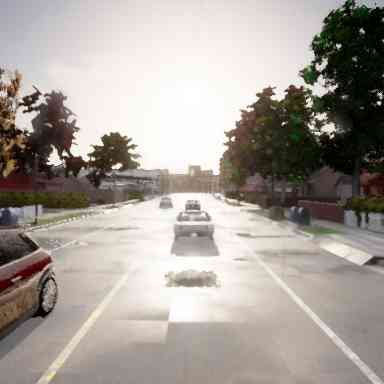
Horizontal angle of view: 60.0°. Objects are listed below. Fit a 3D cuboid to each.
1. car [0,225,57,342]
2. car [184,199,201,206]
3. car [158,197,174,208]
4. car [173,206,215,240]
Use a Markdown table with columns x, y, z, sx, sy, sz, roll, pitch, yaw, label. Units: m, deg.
| x | y | z | sx | sy | sz | roll | pitch | yaw | label |
| --- | --- | --- | --- | --- | --- | --- | --- | --- | --- |
| -3.601 | 1.351 | 4.407 | 2.097 | 1.767 | 4.553 | 0 | 0 | 0 | car |
| 0.088 | 1.514 | 37.648 | 2.033 | 1.411 | 5.357 | 0 | 0 | 0 | car |
| -3.590 | 1.428 | 46.706 | 1.837 | 1.490 | 4.892 | 0 | 1 | 0 | car |
| 0.086 | 1.598 | 16.892 | 1.895 | 1.301 | 4.718 | 0 | 0 | 0 | car |
